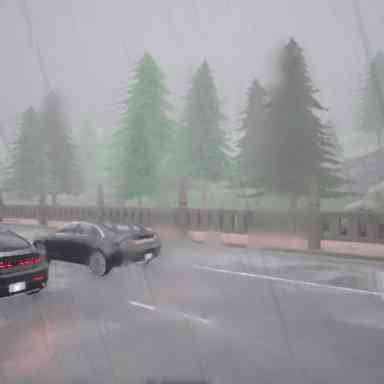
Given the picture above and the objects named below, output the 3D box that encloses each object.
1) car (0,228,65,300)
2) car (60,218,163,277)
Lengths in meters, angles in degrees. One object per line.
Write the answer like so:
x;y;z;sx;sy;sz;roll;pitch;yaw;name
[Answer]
-5.302;1.596;7.771;4.892;1.490;1.837;-1;0;36;car
-3.165;1.582;10.545;4.902;1.511;2.128;-1;0;36;car
